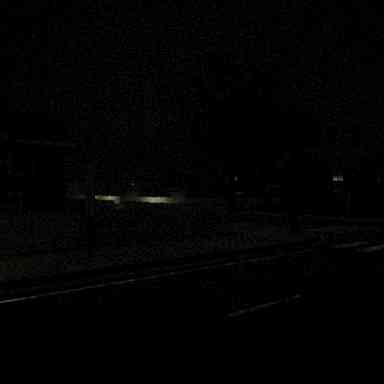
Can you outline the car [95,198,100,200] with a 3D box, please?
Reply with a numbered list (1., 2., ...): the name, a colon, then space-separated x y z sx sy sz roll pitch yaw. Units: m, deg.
1. car: -16.081 1.653 54.216 1.994 1.385 4.181 0 0 -35
